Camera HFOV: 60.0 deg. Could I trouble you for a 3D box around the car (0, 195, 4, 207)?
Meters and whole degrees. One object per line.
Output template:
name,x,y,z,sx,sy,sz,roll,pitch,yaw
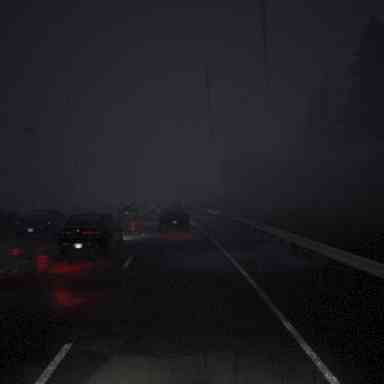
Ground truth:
car,-33.389,1.570,55.830,2.150,2.045,5.566,0,0,-17

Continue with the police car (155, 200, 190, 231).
police car,-1.259,1.545,21.696,1.930,1.638,5.238,0,0,-6

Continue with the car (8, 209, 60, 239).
car,-7.915,1.636,18.153,1.812,1.442,4.674,0,0,-5

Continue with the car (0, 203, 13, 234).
car,-11.569,1.614,19.496,2.128,1.511,4.902,0,0,-6

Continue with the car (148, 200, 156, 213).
car,-4.264,1.755,41.035,1.812,1.442,4.674,0,0,-11

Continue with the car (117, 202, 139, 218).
car,-6.196,1.675,32.121,2.128,1.511,4.902,0,0,-9

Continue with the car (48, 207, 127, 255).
car,-4.030,1.585,13.710,1.837,1.490,4.892,0,0,-4
